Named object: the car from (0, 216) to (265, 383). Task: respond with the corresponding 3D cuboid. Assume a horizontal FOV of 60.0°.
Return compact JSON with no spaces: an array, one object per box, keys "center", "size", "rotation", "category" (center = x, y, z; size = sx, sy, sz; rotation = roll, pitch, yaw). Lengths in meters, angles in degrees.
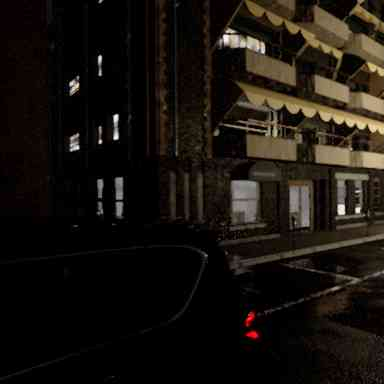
[{"center":[-1.973,1.247,1.879],"size":[5.566,2.045,2.150],"rotation":[0,0,-38],"category":"car"}]
